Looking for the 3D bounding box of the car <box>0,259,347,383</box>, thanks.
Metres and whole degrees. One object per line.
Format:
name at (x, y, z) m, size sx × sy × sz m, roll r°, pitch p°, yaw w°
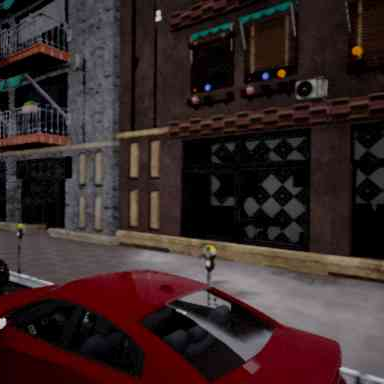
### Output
car at (-0.836, 1.529, 3.462) m, size 4.507 × 1.381 × 1.887 m, roll 0°, pitch 1°, yaw 36°
